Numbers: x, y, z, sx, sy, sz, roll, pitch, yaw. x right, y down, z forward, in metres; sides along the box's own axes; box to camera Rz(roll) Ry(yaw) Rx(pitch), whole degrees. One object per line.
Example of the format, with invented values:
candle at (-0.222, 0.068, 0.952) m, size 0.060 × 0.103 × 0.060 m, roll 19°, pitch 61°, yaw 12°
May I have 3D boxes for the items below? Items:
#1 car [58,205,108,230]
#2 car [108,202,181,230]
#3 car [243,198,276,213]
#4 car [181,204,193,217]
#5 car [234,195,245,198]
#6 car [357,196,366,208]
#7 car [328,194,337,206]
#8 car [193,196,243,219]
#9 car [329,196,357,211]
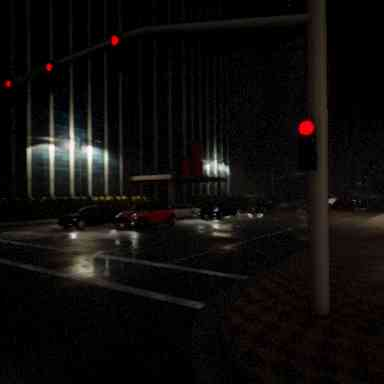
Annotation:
car at (-7.007, 1.706, 23.587) m, size 1.882 × 1.535 × 5.008 m, roll -1°, pitch 0°, yaw 35°
car at (-3.174, 1.539, 22.962) m, size 2.097 × 1.767 × 4.553 m, roll -1°, pitch 0°, yaw 35°
car at (8.373, 1.680, 39.467) m, size 2.128 × 1.511 × 4.902 m, roll -1°, pitch 0°, yaw 35°
car at (-1.335, 1.830, 31.706) m, size 1.895 × 1.301 × 4.718 m, roll -1°, pitch 0°, yaw 35°
car at (4.802, 1.451, 40.475) m, size 2.150 × 2.045 × 5.566 m, roll -1°, pitch 0°, yaw 35°
car at (25.495, 1.457, 51.445) m, size 2.097 × 1.767 × 4.553 m, roll -1°, pitch 0°, yaw 35°
car at (21.819, 1.368, 52.299) m, size 2.150 × 2.045 × 5.566 m, roll -1°, pitch 0°, yaw 35°
car at (2.524, 1.540, 31.117) m, size 2.097 × 1.767 × 4.553 m, roll -1°, pitch 0°, yaw 35°
car at (19.528, 1.582, 42.897) m, size 1.882 × 1.535 × 5.008 m, roll -1°, pitch -1°, yaw 35°
